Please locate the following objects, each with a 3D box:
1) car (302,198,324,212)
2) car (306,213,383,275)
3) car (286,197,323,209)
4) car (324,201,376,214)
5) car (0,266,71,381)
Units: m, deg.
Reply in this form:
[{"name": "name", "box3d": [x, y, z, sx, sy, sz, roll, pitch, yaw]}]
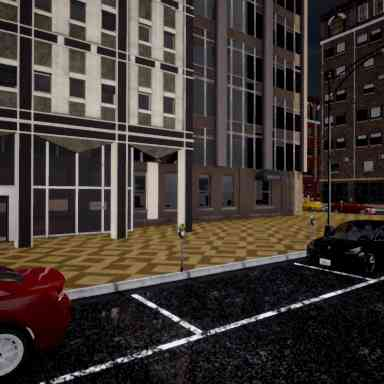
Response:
[{"name": "car", "box3d": [12.283, 1.467, 36.611, 1.752, 1.417, 4.829, 0, 0, -36]}, {"name": "car", "box3d": [5.455, 1.567, 10.473, 4.313, 1.339, 1.947, 0, 0, -36]}, {"name": "car", "box3d": [15.574, 1.500, 46.381, 1.752, 1.417, 4.829, 0, 0, -36]}, {"name": "car", "box3d": [15.492, 1.535, 32.154, 1.802, 1.307, 4.206, 0, 0, -36]}, {"name": "car", "box3d": [-3.793, 1.545, 3.847, 4.507, 1.381, 1.887, 0, 0, -36]}]
